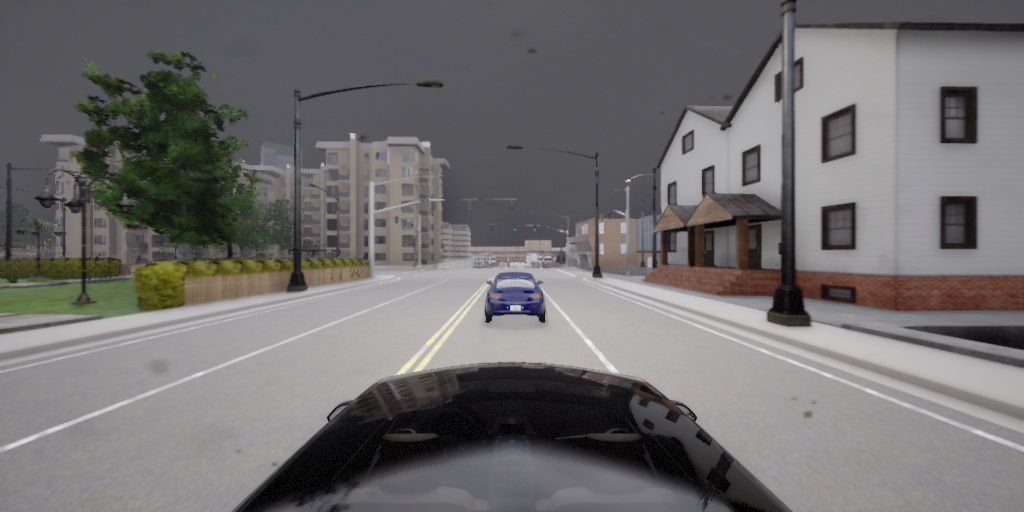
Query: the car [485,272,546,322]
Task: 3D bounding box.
[{"bbox_3d":[0.097,1.259,12.124,1.812,1.442,4.674,0,0,0],"label":"car"}]
